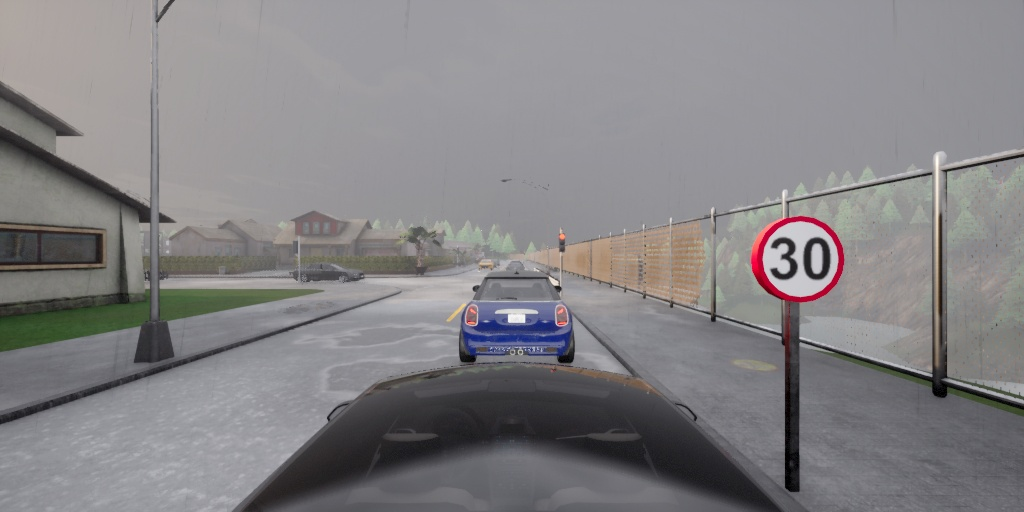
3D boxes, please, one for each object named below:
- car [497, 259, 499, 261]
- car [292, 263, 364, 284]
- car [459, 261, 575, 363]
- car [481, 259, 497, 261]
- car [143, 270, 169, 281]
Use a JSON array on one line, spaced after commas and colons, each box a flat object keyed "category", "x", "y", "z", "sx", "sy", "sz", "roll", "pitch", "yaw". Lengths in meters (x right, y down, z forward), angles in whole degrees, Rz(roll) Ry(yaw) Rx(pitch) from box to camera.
[{"category": "car", "x": -3.558, "y": 1.255, "z": 60.650, "sx": 1.837, "sy": 1.490, "sz": 4.892, "roll": 0, "pitch": 0, "yaw": 1}, {"category": "car", "x": -13.542, "y": 1.255, "z": 26.577, "sx": 4.892, "sy": 1.490, "sz": 1.837, "roll": 0, "pitch": 0, "yaw": 1}, {"category": "car", "x": 0.115, "y": 1.102, "z": 8.332, "sx": 2.097, "sy": 1.767, "sz": 4.553, "roll": 0, "pitch": 0, "yaw": 1}, {"category": "car", "x": -3.661, "y": 1.227, "z": 51.200, "sx": 1.882, "sy": 1.535, "sz": 5.008, "roll": 0, "pitch": 0, "yaw": 1}, {"category": "car", "x": -28.698, "y": 1.351, "z": 26.734, "sx": 4.718, "sy": 1.301, "sz": 1.895, "roll": 0, "pitch": 0, "yaw": 1}]
